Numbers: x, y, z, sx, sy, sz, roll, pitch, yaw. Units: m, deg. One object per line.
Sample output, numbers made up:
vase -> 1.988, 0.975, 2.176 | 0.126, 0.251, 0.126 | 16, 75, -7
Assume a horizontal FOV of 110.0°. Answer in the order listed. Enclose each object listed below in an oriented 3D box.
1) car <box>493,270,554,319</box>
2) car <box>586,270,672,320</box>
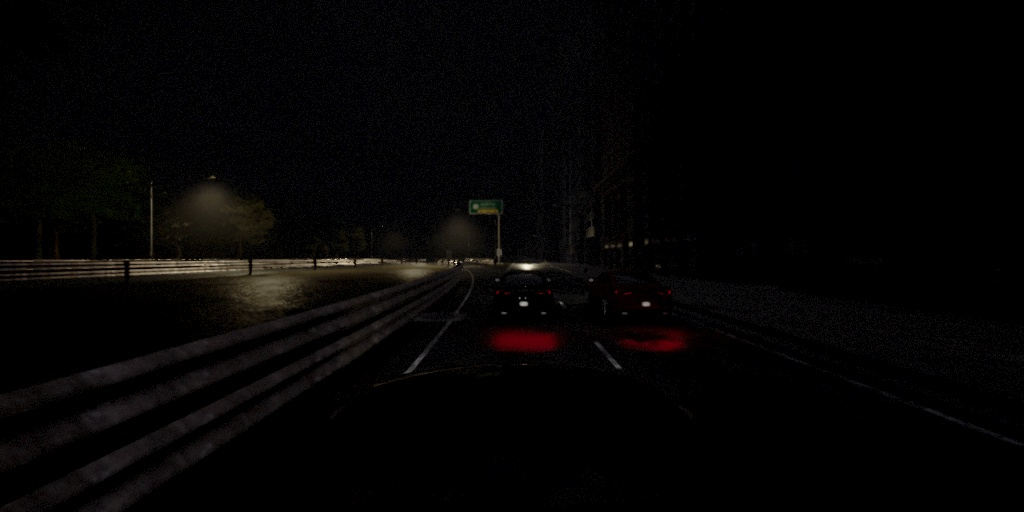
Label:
car -> 0.395, 1.231, 12.825 | 1.882, 1.535, 5.008 | 0, 0, 1
car -> 3.893, 1.226, 12.725 | 1.882, 1.535, 5.008 | 0, 0, 1
